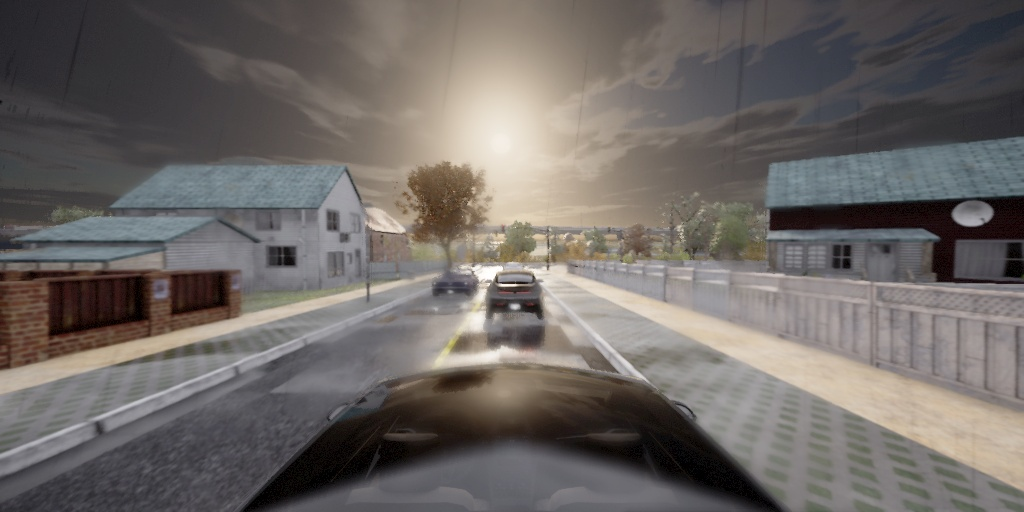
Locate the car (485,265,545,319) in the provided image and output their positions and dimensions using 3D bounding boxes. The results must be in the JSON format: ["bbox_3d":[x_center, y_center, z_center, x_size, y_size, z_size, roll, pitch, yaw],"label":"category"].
[{"bbox_3d":[0.102,1.240,12.820,1.837,1.490,4.892,0,0,0],"label":"car"}]

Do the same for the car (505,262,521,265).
[{"bbox_3d":[0.103,1.254,30.019,1.812,1.442,4.674,0,0,0],"label":"car"}]

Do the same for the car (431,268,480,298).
[{"bbox_3d":[-2.790,1.332,18.513,1.895,1.301,4.718,0,0,1],"label":"car"}]
